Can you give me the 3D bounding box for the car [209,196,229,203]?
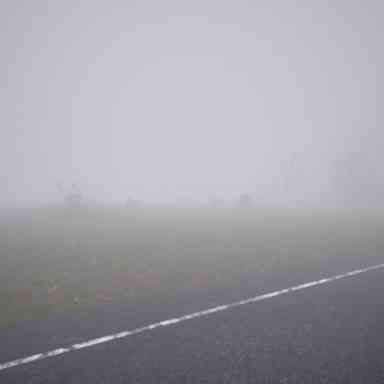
[{"bbox_3d":[5.036,1.432,62.774,1.994,1.385,4.181,0,0,-34],"label":"car"}]
